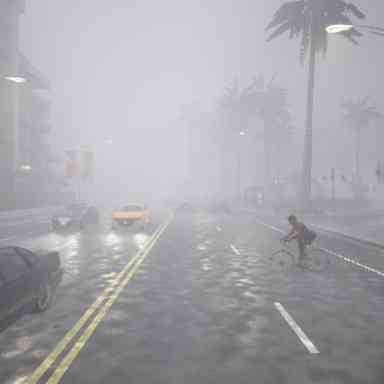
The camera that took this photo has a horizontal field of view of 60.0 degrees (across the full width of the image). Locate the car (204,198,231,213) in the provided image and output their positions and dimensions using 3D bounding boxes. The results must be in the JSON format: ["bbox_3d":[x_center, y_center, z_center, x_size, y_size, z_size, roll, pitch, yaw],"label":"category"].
[{"bbox_3d":[2.881,1.601,36.966,1.895,1.301,4.718,0,0,-6],"label":"car"}]

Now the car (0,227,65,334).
[{"bbox_3d":[-3.631,1.547,4.885,2.033,1.411,5.357,0,0,0],"label":"car"}]

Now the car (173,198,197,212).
[{"bbox_3d":[-0.887,1.526,38.646,1.812,1.442,4.674,0,0,-7],"label":"car"}]

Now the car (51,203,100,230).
[{"bbox_3d":[-7.245,1.493,21.142,2.128,1.511,4.902,0,0,-1],"label":"car"}]

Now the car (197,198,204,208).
[{"bbox_3d":[1.264,1.547,46.945,2.033,1.411,5.357,0,0,-14],"label":"car"}]

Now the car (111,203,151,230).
[{"bbox_3d":[-3.739,1.478,21.116,1.882,1.535,5.008,0,0,0],"label":"car"}]

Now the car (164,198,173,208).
[{"bbox_3d":[-2.791,1.526,48.343,1.812,1.442,4.674,0,0,-16],"label":"car"}]

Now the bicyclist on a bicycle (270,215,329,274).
[{"bbox_3d":[2.930,1.454,9.123,1.656,1.620,0.582,-2,0,0],"label":"bicyclist on a bicycle"}]
